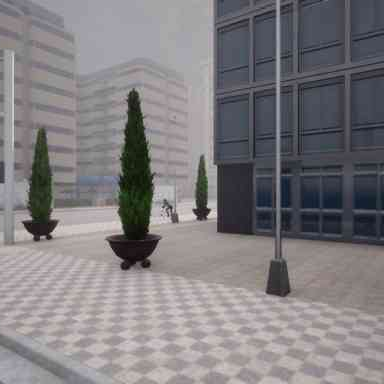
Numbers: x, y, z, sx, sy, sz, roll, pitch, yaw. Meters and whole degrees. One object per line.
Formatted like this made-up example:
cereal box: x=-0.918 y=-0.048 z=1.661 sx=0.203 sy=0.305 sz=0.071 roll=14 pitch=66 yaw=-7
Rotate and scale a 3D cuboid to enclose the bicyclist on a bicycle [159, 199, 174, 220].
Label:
bicyclist on a bicycle: x=-1.975 y=1.356 z=25.864 sx=1.656 sy=1.620 sz=0.582 roll=0 pitch=0 yaw=35
